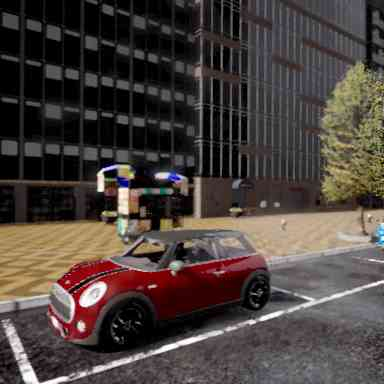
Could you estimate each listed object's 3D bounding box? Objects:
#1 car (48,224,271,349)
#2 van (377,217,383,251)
[{"bbox_3d":[-0.455,1.470,6.239,4.097,1.590,1.967,1,0,-36],"label":"car"},{"bbox_3d":[8.773,1.477,12.824,3.998,1.788,1.690,1,0,-36],"label":"van"}]
